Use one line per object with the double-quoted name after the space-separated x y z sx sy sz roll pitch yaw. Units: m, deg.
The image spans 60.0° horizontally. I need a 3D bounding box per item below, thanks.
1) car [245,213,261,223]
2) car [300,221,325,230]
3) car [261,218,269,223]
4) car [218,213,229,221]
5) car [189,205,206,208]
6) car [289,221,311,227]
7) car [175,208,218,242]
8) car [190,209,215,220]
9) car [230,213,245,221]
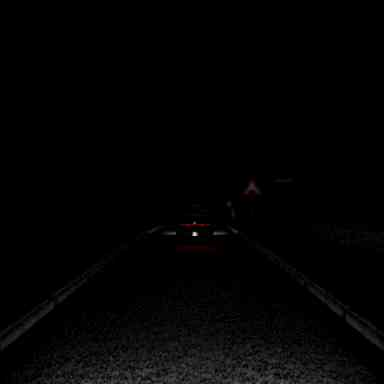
10.835 5.326 68.162 2.435 2.045 5.566 8 -6 -30 "car"
25.611 7.148 70.690 2.002 1.452 4.674 8 -6 -29 "car"
13.668 5.887 68.842 1.946 1.575 5.366 8 -6 -30 "car"
4.865 4.871 67.120 2.185 1.767 4.553 5 -6 -31 "car"
0.615 2.382 34.795 2.150 2.045 5.566 0 -4 2 "car"
22.640 6.841 70.187 2.002 1.452 4.674 8 -6 -29 "car"
0.152 1.747 17.558 1.837 1.490 4.892 0 -2 1 "car"
1.985 4.558 66.541 2.435 2.045 5.566 3 -5 -30 "car"
7.838 5.139 67.610 2.185 1.767 4.553 7 -6 -30 "car"
